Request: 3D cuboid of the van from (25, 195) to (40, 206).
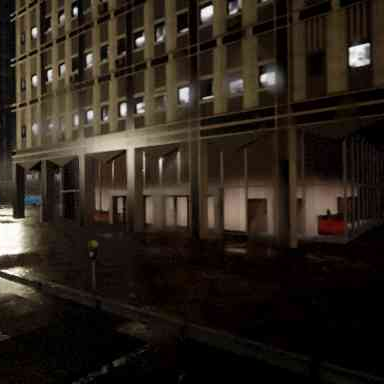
[{"bbox_3d":[-27.135,1.372,54.769,1.690,1.788,3.998,-1,-1,35],"label":"van"}]
